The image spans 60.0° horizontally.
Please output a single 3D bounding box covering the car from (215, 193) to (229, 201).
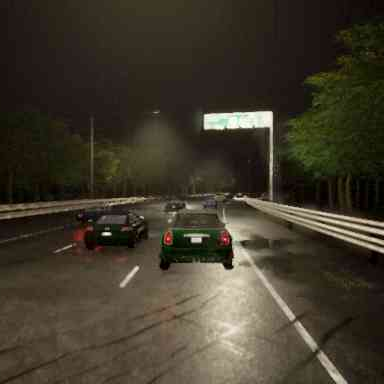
[{"bbox_3d":[5.896,1.149,69.616,2.150,2.045,5.566,0,0,9],"label":"car"}]

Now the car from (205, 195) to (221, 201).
[{"bbox_3d":[2.463,1.506,44.335,2.033,1.411,5.357,0,0,6],"label":"car"}]

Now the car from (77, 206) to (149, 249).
[{"bbox_3d":[-3.120,1.545,14.506,1.994,1.385,4.181,0,0,2],"label":"car"}]

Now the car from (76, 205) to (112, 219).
[{"bbox_3d":[-6.279,1.549,23.218,1.895,1.301,4.718,0,0,3],"label":"car"}]

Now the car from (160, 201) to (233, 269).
[{"bbox_3d":[0.188,1.343,11.312,2.097,1.767,4.553,0,0,2],"label":"car"}]
